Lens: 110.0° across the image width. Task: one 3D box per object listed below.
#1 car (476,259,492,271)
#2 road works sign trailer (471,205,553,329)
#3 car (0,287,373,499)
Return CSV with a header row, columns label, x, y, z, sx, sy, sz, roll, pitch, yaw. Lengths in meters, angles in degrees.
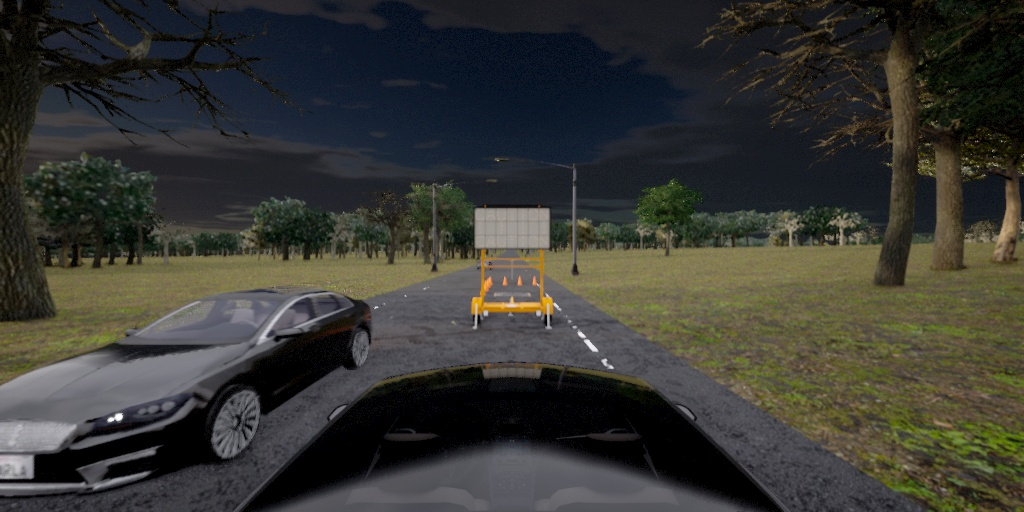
label,x,y,z,sx,sy,sz,roll,pitch,yaw
car,-3.551,1.088,46.482,2.128,1.511,4.902,0,0,0
road works sign trailer,0.009,0.209,11.240,2.380,3.560,2.880,0,0,0
car,-3.596,1.242,5.011,2.128,1.511,4.902,0,0,0
